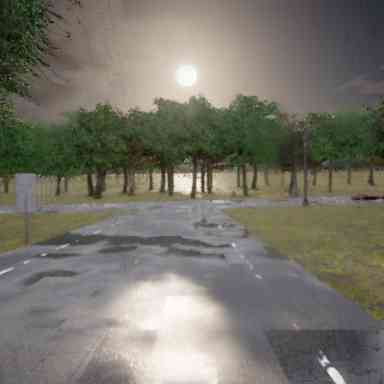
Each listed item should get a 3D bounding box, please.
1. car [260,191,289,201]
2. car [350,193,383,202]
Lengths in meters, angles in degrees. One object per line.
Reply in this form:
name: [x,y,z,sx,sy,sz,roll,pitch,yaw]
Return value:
car: [14.131,0.660,57.105,5.008,1.535,1.882,-3,3,0]
car: [26.479,0.779,50.099,4.718,1.301,1.895,-2,3,0]
